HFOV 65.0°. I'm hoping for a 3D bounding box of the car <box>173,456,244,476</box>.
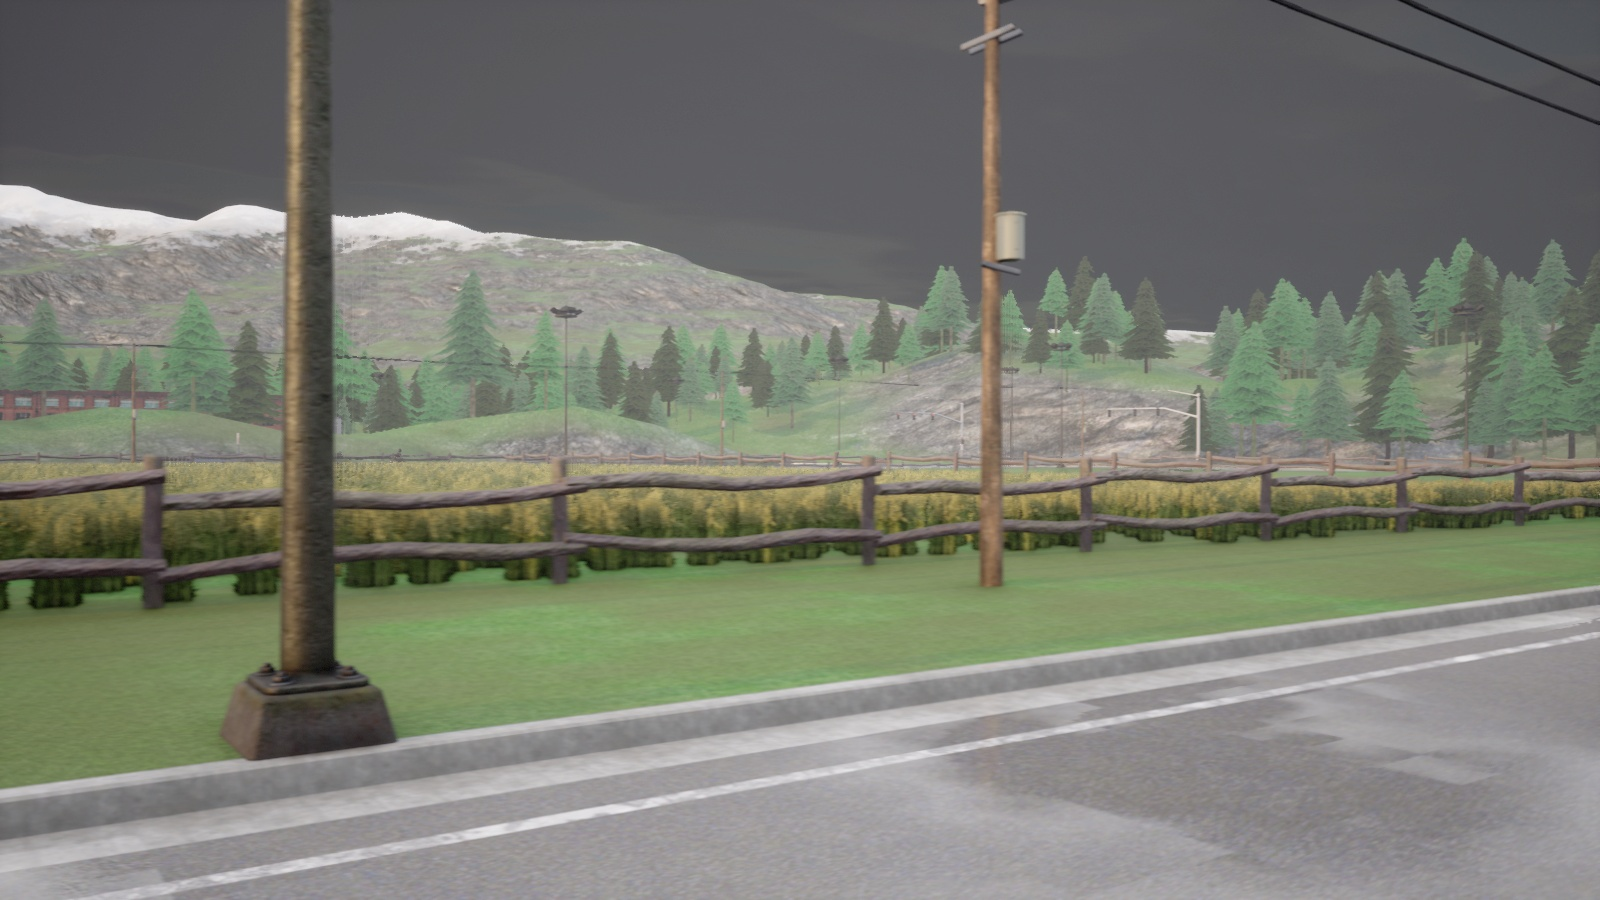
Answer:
[{"bbox_3d":[-41.533,1.111,88.200,4.181,1.385,1.994,0,0,-35],"label":"car"}]
